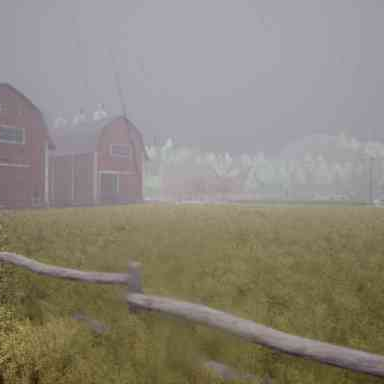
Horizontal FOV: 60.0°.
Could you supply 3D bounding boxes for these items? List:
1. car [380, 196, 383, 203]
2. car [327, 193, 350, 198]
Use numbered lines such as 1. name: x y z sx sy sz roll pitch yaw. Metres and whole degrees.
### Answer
1. car: 40.470 1.504 66.855 4.611 1.667 2.242 0 0 35
2. car: 37.431 1.301 85.904 4.605 1.855 1.932 0 0 35
